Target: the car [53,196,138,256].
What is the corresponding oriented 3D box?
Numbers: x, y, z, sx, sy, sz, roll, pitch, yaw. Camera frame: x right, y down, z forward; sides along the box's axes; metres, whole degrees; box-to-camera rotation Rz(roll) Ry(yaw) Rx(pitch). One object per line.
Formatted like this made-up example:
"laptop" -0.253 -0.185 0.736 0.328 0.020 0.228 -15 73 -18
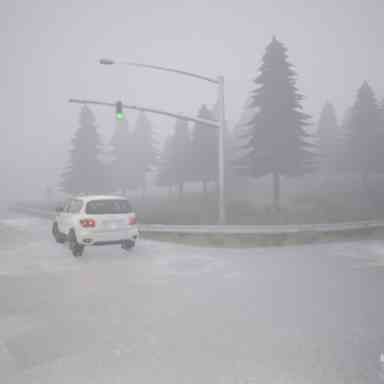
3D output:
"car" -4.024 1.171 13.367 2.150 2.045 5.566 0 0 -31
